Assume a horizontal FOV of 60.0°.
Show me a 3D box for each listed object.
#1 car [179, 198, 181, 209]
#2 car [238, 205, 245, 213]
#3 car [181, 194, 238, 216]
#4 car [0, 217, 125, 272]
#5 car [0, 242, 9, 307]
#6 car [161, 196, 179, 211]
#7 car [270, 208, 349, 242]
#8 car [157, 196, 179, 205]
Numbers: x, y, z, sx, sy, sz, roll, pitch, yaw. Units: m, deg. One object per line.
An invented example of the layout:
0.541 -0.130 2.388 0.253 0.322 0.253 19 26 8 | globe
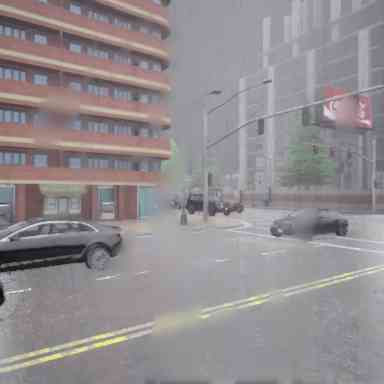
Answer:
-1.859 1.491 43.809 2.128 1.511 4.902 0 0 -35 | car
3.502 1.601 36.150 1.895 1.301 4.718 0 0 -35 | car
1.579 1.222 32.791 2.150 2.045 5.566 0 0 -35 | car
-4.351 1.492 9.481 4.902 1.511 2.128 0 0 -35 | car
-5.326 1.601 4.550 4.718 1.301 1.895 0 0 -35 | car
-3.954 1.352 40.696 2.097 1.767 4.553 0 0 -35 | car
5.963 1.526 16.612 4.674 1.442 1.812 0 0 -35 | car
-4.430 1.526 60.035 1.812 1.442 4.674 0 0 -35 | car
